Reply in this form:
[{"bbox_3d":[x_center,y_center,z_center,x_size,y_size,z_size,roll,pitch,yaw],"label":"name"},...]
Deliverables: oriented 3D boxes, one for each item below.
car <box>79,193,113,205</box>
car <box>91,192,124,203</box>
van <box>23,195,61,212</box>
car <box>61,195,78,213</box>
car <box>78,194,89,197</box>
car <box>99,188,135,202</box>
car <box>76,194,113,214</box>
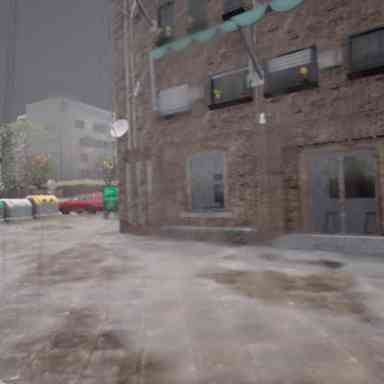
[{"bbox_3d":[-15.312,1.079,53.057,4.892,1.521,2.231,-3,2,24],"label":"car"},{"bbox_3d":[-14.190,0.916,55.609,5.008,1.535,2.097,-3,2,24],"label":"car"},{"bbox_3d":[-19.658,1.488,42.770,4.442,1.987,1.878,-3,2,24],"label":"van"},{"bbox_3d":[-18.645,1.563,45.386,4.892,1.521,2.231,-3,2,24],"label":"car"},{"bbox_3d":[-17.529,1.441,47.940,4.674,1.452,2.002,-3,2,24],"label":"car"},{"bbox_3d":[-13.073,0.503,58.150,5.566,2.045,2.435,-3,2,24],"label":"car"},{"bbox_3d":[-9.413,1.334,35.693,5.008,1.535,2.097,-3,2,24],"label":"car"}]
